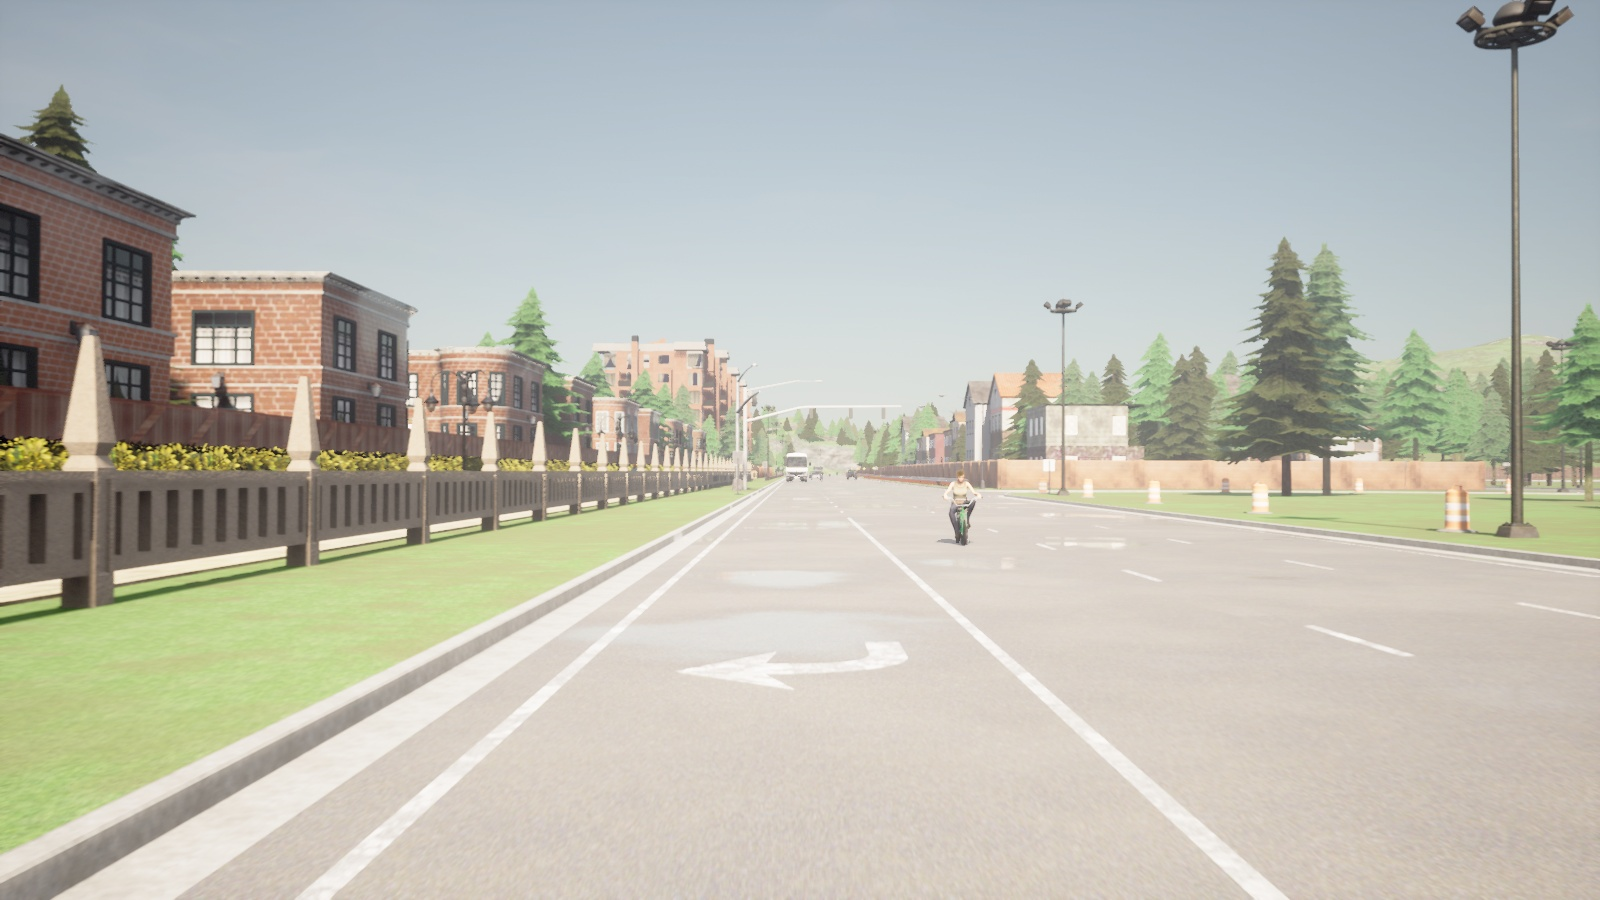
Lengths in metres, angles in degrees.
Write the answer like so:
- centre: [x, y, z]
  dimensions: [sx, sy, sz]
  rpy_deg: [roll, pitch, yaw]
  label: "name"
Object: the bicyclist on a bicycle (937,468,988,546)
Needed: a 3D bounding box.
- centre: [3.440, 1.193, 26.691]
  dimensions: [0.866, 1.612, 1.509]
  rpy_deg: [0, -1, 0]
  label: "bicyclist on a bicycle"
